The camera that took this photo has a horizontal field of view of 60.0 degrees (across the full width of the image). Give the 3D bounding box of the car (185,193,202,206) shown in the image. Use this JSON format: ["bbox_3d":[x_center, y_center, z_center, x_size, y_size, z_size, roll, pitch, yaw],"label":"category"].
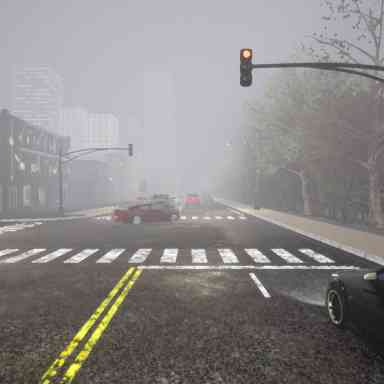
[{"bbox_3d":[0.127,1.201,54.548,2.150,2.045,5.566,0,0,0],"label":"car"}]

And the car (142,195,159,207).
[{"bbox_3d":[-6.562,1.333,53.131,2.097,1.767,4.553,0,0,0],"label":"car"}]

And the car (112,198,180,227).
[{"bbox_3d":[-3.117,1.472,23.222,5.008,1.535,1.882,0,1,-41],"label":"car"}]

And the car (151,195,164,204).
[{"bbox_3d":[-6.522,1.454,63.575,1.882,1.535,5.008,0,0,1],"label":"car"}]

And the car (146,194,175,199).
[{"bbox_3d":[-3.322,1.210,36.283,2.150,2.045,5.566,0,0,0],"label":"car"}]

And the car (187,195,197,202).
[{"bbox_3d":[0.039,1.495,75.619,2.128,1.511,4.902,0,0,0],"label":"car"}]

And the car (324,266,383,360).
[{"bbox_3d":[3.351,1.563,4.272,1.994,1.385,4.181,0,0,0],"label":"car"}]

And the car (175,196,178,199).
[{"bbox_3d":[-3.314,1.510,46.273,1.812,1.442,4.674,0,0,0],"label":"car"}]

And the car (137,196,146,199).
[{"bbox_3d":[-6.567,1.337,44.242,2.097,1.767,4.553,0,0,0],"label":"car"}]

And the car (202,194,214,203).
[{"bbox_3d":[3.384,1.576,66.911,1.895,1.301,4.718,0,0,0],"label":"car"}]
